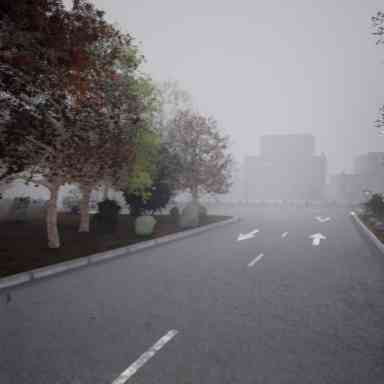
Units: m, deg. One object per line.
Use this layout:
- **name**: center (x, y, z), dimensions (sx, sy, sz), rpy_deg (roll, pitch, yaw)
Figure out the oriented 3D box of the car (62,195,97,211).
- **car**: center (-11.313, 1.083, 33.975), dimensions (4.892, 1.490, 1.837), rpy_deg (0, 2, 37)
